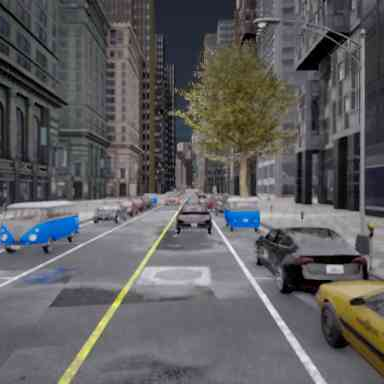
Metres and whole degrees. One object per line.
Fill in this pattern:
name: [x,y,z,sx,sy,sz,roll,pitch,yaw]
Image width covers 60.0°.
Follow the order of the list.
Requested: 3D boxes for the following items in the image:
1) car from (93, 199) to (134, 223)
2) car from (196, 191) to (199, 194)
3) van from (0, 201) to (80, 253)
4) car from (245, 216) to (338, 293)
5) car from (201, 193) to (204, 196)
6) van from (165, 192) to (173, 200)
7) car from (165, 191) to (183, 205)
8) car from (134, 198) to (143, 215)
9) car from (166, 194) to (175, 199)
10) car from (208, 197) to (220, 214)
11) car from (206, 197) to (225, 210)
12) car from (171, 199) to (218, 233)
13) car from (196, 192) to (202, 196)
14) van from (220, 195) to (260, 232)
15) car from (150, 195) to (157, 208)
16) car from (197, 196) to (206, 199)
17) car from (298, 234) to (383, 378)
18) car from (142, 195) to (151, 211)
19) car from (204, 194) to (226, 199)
car: [-5.753,1.428,23.782,2.008,1.369,4.403,0,0,0]
car: [2.821,1.114,94.446,1.887,1.381,4.507,0,0,0]
van: [-5.758,1.273,12.954,1.690,1.788,3.998,0,0,0]
car: [2.765,1.520,8.515,1.947,1.339,4.313,0,0,0]
car: [2.791,1.274,50.998,1.752,1.417,4.829,0,0,0]
van: [-5.739,0.953,83.417,1.690,1.788,3.998,0,0,0]
car: [-2.998,1.096,51.957,2.097,1.767,4.553,0,0,0]
car: [-5.750,1.432,29.194,1.802,1.307,4.206,0,0,0]
car: [-5.735,1.136,88.943,1.887,1.381,4.507,0,0,0]
car: [2.775,1.399,29.670,2.008,1.369,4.403,0,0,0]
car: [2.780,1.342,40.248,1.887,1.381,4.507,0,0,0]
car: [0.110,1.394,18.807,2.128,1.511,4.902,0,0,0]
car: [2.820,1.135,88.921,1.887,1.381,4.507,0,0,0]
van: [2.770,1.241,19.091,1.690,1.788,3.998,0,0,0]
car: [-5.745,1.365,40.021,1.947,1.339,4.313,0,0,0]
car: [0.117,1.386,35.041,1.994,1.385,4.181,0,0,0]
car: [2.763,1.507,3.395,1.752,1.417,4.829,0,0,0]
car: [-5.748,1.369,34.608,1.887,1.381,4.507,0,0,0]
car: [2.777,1.137,34.958,2.192,1.841,5.009,0,0,0]
